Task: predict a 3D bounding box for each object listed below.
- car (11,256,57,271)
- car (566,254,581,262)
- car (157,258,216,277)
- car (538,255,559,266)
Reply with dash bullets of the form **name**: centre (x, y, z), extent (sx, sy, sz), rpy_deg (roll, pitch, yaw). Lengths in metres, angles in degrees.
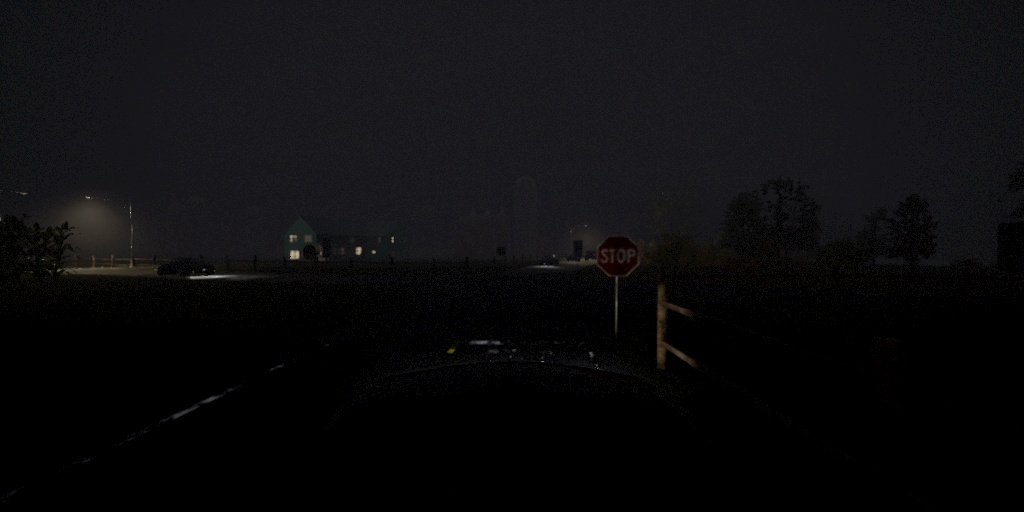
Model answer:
- **car**: centre (-48.028, 0.737, 35.762), extent (5.357, 1.411, 2.033), rpy_deg (0, 1, 19)
- **car**: centre (10.999, 0.259, 63.905), extent (2.033, 1.411, 5.357), rpy_deg (1, 1, 20)
- **car**: centre (-25.507, 0.864, 28.143), extent (4.181, 1.385, 1.994), rpy_deg (0, 1, 19)
- **car**: centre (4.853, 0.536, 46.618), extent (2.033, 1.411, 5.357), rpy_deg (1, 1, 19)
